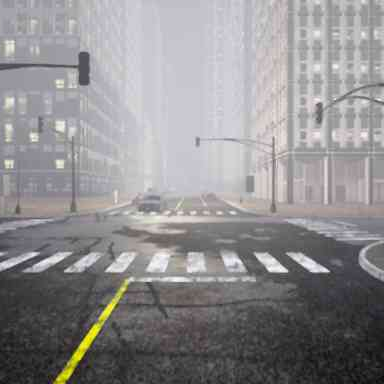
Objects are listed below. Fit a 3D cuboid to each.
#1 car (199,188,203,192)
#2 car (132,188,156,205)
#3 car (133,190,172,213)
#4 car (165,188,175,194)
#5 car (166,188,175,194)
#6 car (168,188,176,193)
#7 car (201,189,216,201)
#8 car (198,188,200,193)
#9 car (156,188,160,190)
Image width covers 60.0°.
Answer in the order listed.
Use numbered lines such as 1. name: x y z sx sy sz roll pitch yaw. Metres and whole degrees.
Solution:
1. car: 2.722 0.246 60.568 1.752 1.417 4.829 1 1 0
2. car: -5.663 0.635 38.036 1.967 1.590 4.097 1 1 0
3. car: -3.238 0.913 28.346 1.882 1.535 5.008 0 3 5
4. car: -5.655 -0.081 77.055 1.887 1.381 4.507 1 1 0
5. car: -5.652 -0.316 88.203 1.887 1.381 4.507 1 1 0
6. car: -5.650 -0.427 93.777 2.008 1.369 4.403 1 1 0
7. car: 2.717 0.541 49.246 1.802 1.307 4.206 1 1 0
8. car: 2.722 0.173 65.975 1.947 1.339 4.313 1 1 0
9. car: -5.658 0.275 49.181 2.192 1.841 5.009 1 1 0
